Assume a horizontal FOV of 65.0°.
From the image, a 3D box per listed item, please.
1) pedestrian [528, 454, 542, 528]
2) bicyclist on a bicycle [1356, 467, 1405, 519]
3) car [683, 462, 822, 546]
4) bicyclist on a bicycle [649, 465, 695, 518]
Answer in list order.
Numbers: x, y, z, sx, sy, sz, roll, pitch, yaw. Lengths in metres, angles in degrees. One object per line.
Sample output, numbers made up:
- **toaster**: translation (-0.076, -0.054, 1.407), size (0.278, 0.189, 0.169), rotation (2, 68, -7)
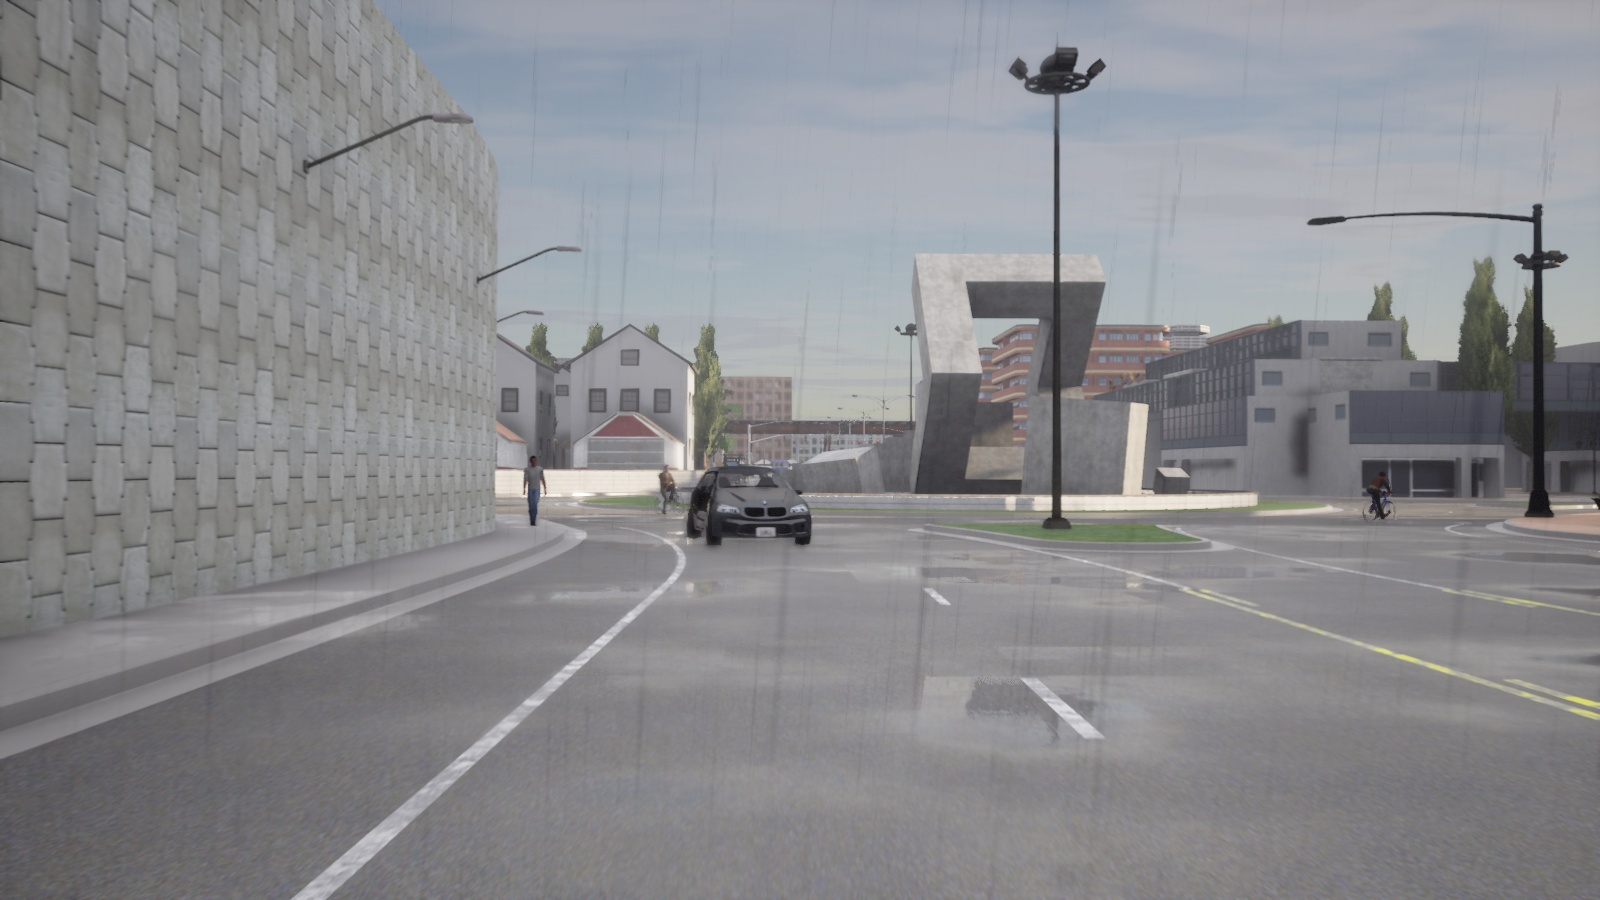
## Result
- **pedestrian**: translation (-6.664, 1.025, 31.580), size (0.354, 1.836, 0.706), rotation (0, -1, -12)
- **bicyclist on a bicycle**: translation (18.610, 1.367, 40.251), size (1.656, 1.620, 0.582), rotation (1, -2, -30)
- **car**: translation (-1.159, 1.127, 27.696), size (2.242, 1.667, 4.611), rotation (0, -1, -13)
- **bicyclist on a bicycle**: translation (-4.425, 1.428, 43.306), size (0.659, 1.776, 1.843), rotation (0, -1, -39)
